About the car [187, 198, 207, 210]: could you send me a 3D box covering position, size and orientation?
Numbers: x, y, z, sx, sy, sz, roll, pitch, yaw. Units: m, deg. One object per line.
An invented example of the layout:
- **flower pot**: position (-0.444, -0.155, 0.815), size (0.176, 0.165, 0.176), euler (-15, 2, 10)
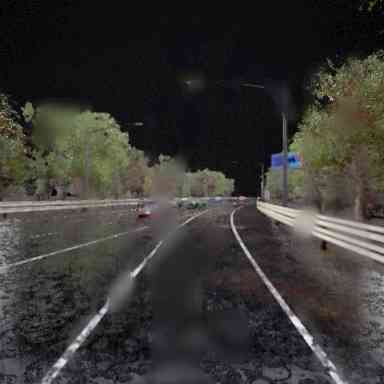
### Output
- **car**: position (0.756, 1.646, 47.641), size (2.097, 1.767, 4.553), euler (0, -1, 12)

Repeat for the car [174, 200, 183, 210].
- **car**: position (-2.635, 1.848, 48.490), size (1.994, 1.385, 4.181), euler (0, -1, 12)

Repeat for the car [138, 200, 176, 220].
- **car**: position (-3.187, 1.665, 29.217), size (1.994, 1.385, 4.181), euler (0, 0, 12)
